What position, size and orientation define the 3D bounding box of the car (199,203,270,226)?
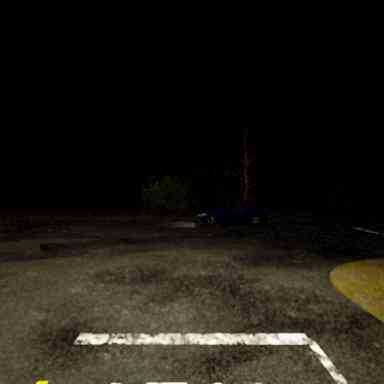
[{"bbox_3d":[2.776,1.458,22.086,4.674,1.442,1.812,0,0,-1],"label":"car"}]
